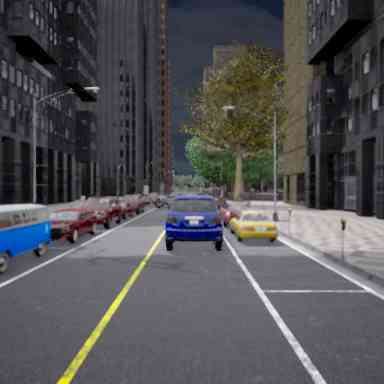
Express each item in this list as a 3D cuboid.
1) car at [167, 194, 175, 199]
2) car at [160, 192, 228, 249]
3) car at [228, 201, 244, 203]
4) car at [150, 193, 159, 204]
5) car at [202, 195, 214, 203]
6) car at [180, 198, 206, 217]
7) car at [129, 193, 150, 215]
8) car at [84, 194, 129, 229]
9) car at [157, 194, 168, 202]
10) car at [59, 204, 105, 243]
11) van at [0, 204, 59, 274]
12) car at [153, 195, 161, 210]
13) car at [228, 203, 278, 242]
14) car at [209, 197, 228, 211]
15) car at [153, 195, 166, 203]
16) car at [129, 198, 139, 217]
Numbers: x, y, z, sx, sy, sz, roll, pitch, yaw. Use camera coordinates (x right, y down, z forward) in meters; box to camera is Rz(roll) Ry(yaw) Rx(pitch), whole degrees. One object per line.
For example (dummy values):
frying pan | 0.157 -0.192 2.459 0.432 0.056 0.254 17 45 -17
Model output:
car | -5.760 1.121 91.828 1.947 1.339 4.313 0 0 0
car | 0.086 1.146 14.198 2.150 2.045 5.566 0 0 0
car | 2.764 1.331 21.067 1.967 1.590 4.097 0 0 0
car | -5.760 1.067 48.625 2.192 1.841 5.009 0 0 0
car | 2.764 1.264 59.659 1.947 1.339 4.313 0 0 0
car | 0.087 1.335 30.297 2.128 1.511 4.902 0 0 0
car | -5.761 1.150 32.087 2.192 1.841 5.009 0 0 0
car | -5.761 1.206 21.062 2.192 1.841 5.009 0 0 0
car | -5.761 1.199 64.993 1.752 1.417 4.829 0 0 0
car | -5.762 1.464 15.550 1.887 1.381 4.507 0 0 0
van | -5.762 1.289 10.037 1.690 1.788 3.998 0 0 0
car | -3.095 1.361 39.741 1.994 1.385 4.181 0 0 0
car | 2.763 1.443 15.725 1.752 1.417 4.829 0 0 0
car | 3.001 1.329 38.390 1.812 1.442 4.674 0 0 0
car | -5.761 1.250 59.651 2.008 1.369 4.403 0 0 0
car | -5.761 1.408 26.576 1.887 1.381 4.507 0 0 0
